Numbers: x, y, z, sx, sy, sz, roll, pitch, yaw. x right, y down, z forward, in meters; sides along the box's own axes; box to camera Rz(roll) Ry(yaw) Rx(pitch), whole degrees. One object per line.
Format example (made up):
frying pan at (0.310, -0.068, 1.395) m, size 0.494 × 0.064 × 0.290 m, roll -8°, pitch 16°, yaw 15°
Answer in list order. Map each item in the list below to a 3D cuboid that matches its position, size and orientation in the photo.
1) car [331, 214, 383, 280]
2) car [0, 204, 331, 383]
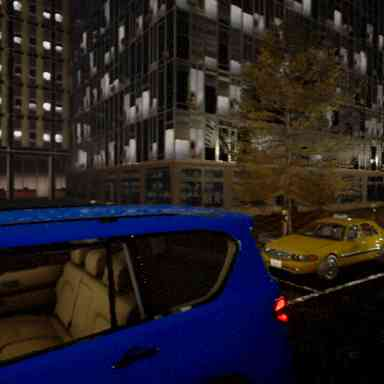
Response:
car at (3.974, 1.325, 9.215) m, size 4.829 × 1.417 × 1.752 m, roll -1°, pitch 2°, yaw -34°
car at (-1.740, 1.177, 2.154) m, size 5.566 × 2.045 × 2.150 m, roll -1°, pitch 2°, yaw -34°
